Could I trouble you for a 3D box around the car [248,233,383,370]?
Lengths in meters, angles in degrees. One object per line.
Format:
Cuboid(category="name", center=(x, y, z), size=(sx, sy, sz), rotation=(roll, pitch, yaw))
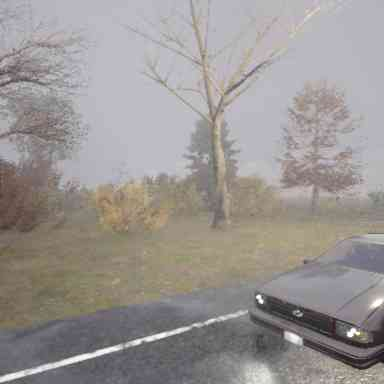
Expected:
Cuboid(category="car", center=(3.453, 1.487, 5.839), size=(5.357, 1.411, 2.033), rotation=(0, 1, -36))
